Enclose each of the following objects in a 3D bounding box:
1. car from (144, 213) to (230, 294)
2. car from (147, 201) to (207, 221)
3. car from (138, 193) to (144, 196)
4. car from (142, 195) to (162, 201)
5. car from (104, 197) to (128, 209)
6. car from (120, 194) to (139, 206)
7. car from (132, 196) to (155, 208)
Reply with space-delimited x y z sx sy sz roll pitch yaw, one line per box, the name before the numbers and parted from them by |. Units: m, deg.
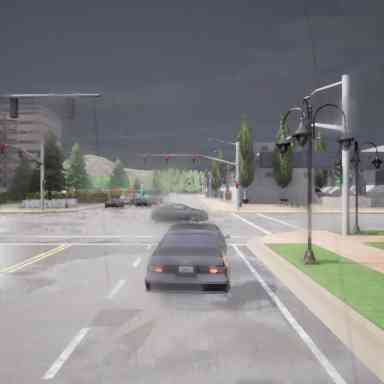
car | 0.059 1.547 8.951 2.033 1.411 5.357 0 0 4
car | -0.906 1.564 24.301 4.181 1.385 1.994 0 0 1
car | -10.474 1.548 68.435 2.033 1.411 5.357 0 0 0
car | -7.051 1.547 58.442 2.033 1.411 5.357 0 0 0
car | -10.572 1.601 45.531 1.895 1.301 4.718 0 0 0
car | -10.565 1.491 54.798 2.128 1.511 4.902 0 0 0
car | -7.064 1.601 48.797 1.895 1.301 4.718 0 0 0
